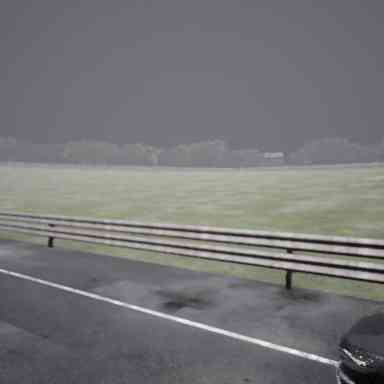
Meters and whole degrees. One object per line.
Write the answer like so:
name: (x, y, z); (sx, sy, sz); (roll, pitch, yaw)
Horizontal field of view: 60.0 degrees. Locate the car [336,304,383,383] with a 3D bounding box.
car: (3.780, 1.584, 2.599); (4.892, 1.490, 1.837); (0, -1, 35)
